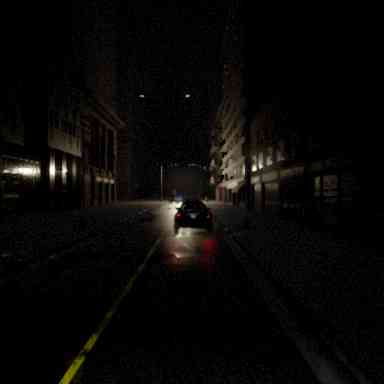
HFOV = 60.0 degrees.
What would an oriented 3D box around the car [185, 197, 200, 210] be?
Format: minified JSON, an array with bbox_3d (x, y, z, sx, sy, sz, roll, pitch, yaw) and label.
[{"bbox_3d":[0.071,1.421,43.143,1.882,1.535,5.008,0,0,0],"label":"car"}]

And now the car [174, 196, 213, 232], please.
[{"bbox_3d":[0.074,1.312,19.789,2.097,1.767,4.553,0,0,0],"label":"car"}]
